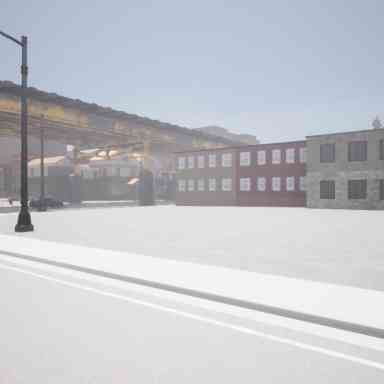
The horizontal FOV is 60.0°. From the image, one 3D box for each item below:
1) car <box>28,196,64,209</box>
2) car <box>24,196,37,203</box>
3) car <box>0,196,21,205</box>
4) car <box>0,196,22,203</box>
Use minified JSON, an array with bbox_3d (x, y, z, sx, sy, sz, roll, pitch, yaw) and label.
[{"bbox_3d":[-19.743,1.526,45.238,1.812,1.442,4.674,0,0,33],"label":"car"},{"bbox_3d":[-29.064,1.295,59.918,1.853,1.218,4.536,0,0,-23],"label":"car"},{"bbox_3d":[-32.568,1.452,58.647,4.974,1.542,2.038,0,0,7],"label":"car"},{"bbox_3d":[-32.619,1.295,58.653,4.536,1.218,1.853,0,0,7],"label":"car"}]
